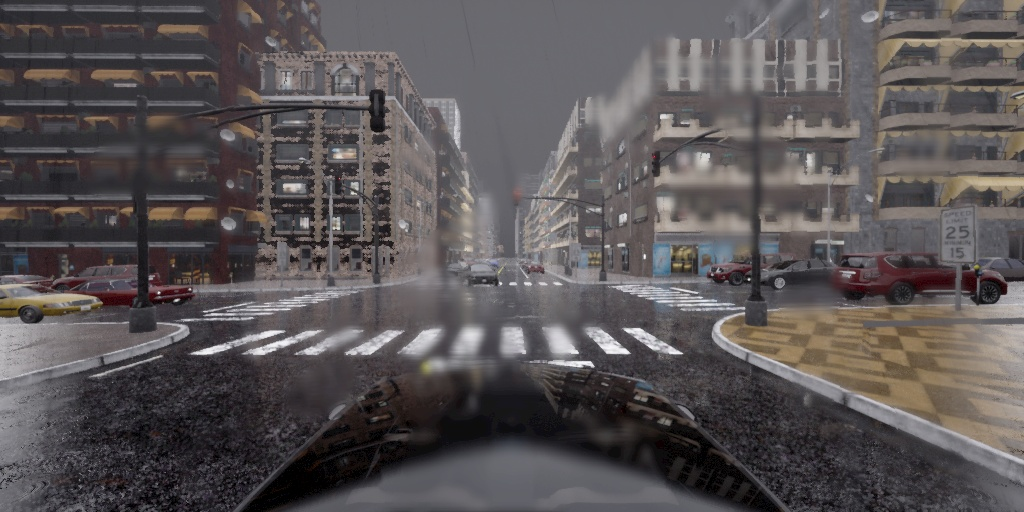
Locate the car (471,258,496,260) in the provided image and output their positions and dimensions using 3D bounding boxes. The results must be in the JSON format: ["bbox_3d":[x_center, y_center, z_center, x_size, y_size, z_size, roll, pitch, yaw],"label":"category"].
[{"bbox_3d":[-3.182,1.249,40.098,2.128,1.511,4.902,0,0,0],"label":"car"}]

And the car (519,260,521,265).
[{"bbox_3d":[2.570,1.348,57.913,1.802,1.307,4.207,0,0,0],"label":"car"}]

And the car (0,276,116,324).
[{"bbox_3d":[-17.654,1.585,12.812,4.829,1.417,1.751,0,0,-1],"label":"car"}]

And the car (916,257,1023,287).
[{"bbox_3d":[25.299,0.796,19.067,5.357,1.411,2.033,-1,0,-1],"label":"car"}]

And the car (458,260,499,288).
[{"bbox_3d":[-2.283,1.231,24.165,1.882,1.535,5.008,-1,0,-14],"label":"car"}]

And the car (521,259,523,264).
[{"bbox_3d":[2.594,1.200,46.548,1.967,1.591,4.097,0,0,0],"label":"car"}]

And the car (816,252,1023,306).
[{"bbox_3d":[14.686,0.775,13.164,5.009,1.841,2.192,0,0,-1],"label":"car"}]

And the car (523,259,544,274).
[{"bbox_3d":[2.606,1.198,40.866,1.967,1.591,4.097,0,0,0],"label":"car"}]

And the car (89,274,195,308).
[{"bbox_3d":[-16.630,1.633,15.408,4.718,1.301,1.895,-1,0,0],"label":"car"}]

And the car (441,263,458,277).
[{"bbox_3d":[-5.762,1.322,35.163,1.948,1.339,4.313,0,0,0],"label":"car"}]

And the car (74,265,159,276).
[{"bbox_3d":[-23.640,1.462,21.095,5.009,1.841,2.192,0,0,-1],"label":"car"}]

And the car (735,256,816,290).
[{"bbox_3d":[14.934,0.947,18.956,4.892,1.490,1.837,-1,0,-1],"label":"car"}]

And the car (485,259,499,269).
[{"bbox_3d":[-3.198,1.244,58.522,1.882,1.535,5.008,0,0,0],"label":"car"}]

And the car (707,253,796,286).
[{"bbox_3d":[14.533,0.759,21.543,5.009,1.841,2.192,0,0,-1],"label":"car"}]

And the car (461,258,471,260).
[{"bbox_3d":[-5.774,1.283,40.676,1.751,1.417,4.829,0,0,0],"label":"car"}]
